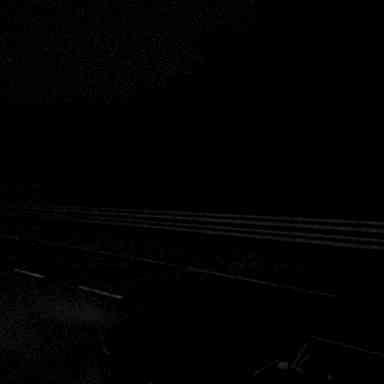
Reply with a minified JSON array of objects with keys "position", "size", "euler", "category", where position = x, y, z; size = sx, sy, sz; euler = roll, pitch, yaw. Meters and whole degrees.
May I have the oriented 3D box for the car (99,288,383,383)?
[{"position":[1.369,1.604,2.893],"size":[4.718,1.301,1.895],"euler":[0,0,36],"category":"car"}]
